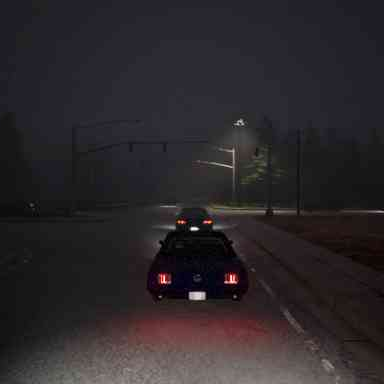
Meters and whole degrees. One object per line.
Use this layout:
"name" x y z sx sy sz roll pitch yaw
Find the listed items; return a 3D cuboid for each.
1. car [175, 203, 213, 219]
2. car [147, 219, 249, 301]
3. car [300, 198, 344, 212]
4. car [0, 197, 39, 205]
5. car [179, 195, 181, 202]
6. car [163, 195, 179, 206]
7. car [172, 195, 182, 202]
"car" 0.108 1.512 17.318 1.812 1.442 4.674 0 0 0
"car" 0.103 1.596 8.263 1.895 1.301 4.718 0 0 0
"car" 14.784 1.487 38.046 4.902 1.511 2.128 0 0 1
"car" -18.326 1.363 34.959 4.553 1.767 2.097 0 0 1
"car" -3.521 1.522 63.775 1.994 1.385 4.181 0 0 1
"car" -3.568 1.528 54.507 1.994 1.385 4.181 0 0 0
"car" -3.387 1.429 74.080 1.882 1.535 5.008 0 0 1
